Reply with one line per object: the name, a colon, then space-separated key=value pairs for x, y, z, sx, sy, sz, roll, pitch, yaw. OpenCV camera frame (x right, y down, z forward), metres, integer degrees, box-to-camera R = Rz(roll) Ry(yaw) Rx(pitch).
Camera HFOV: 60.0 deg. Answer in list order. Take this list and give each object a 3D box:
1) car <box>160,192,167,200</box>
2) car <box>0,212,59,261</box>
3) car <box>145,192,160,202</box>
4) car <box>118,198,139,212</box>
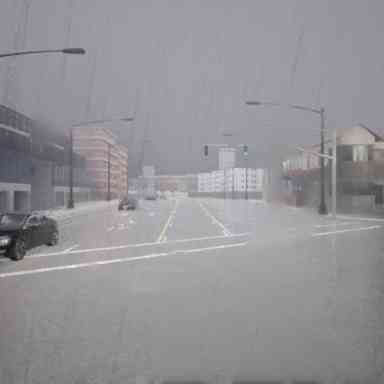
car: x=-8.440 y=0.939 z=88.330 sx=2.150 sy=2.045 sz=5.566 roll=0 pitch=-1 yaw=-1
car: x=-6.612 y=1.543 z=12.471 sx=2.128 sy=1.511 sz=4.902 roll=0 pitch=0 yaw=-1
car: x=-7.852 y=1.083 z=63.905 sx=2.033 sy=1.411 sz=5.357 roll=0 pitch=0 yaw=-1
car: x=-7.232 y=1.455 z=38.165 sx=2.128 sy=1.511 sz=4.902 roll=0 pitch=1 yaw=-1
